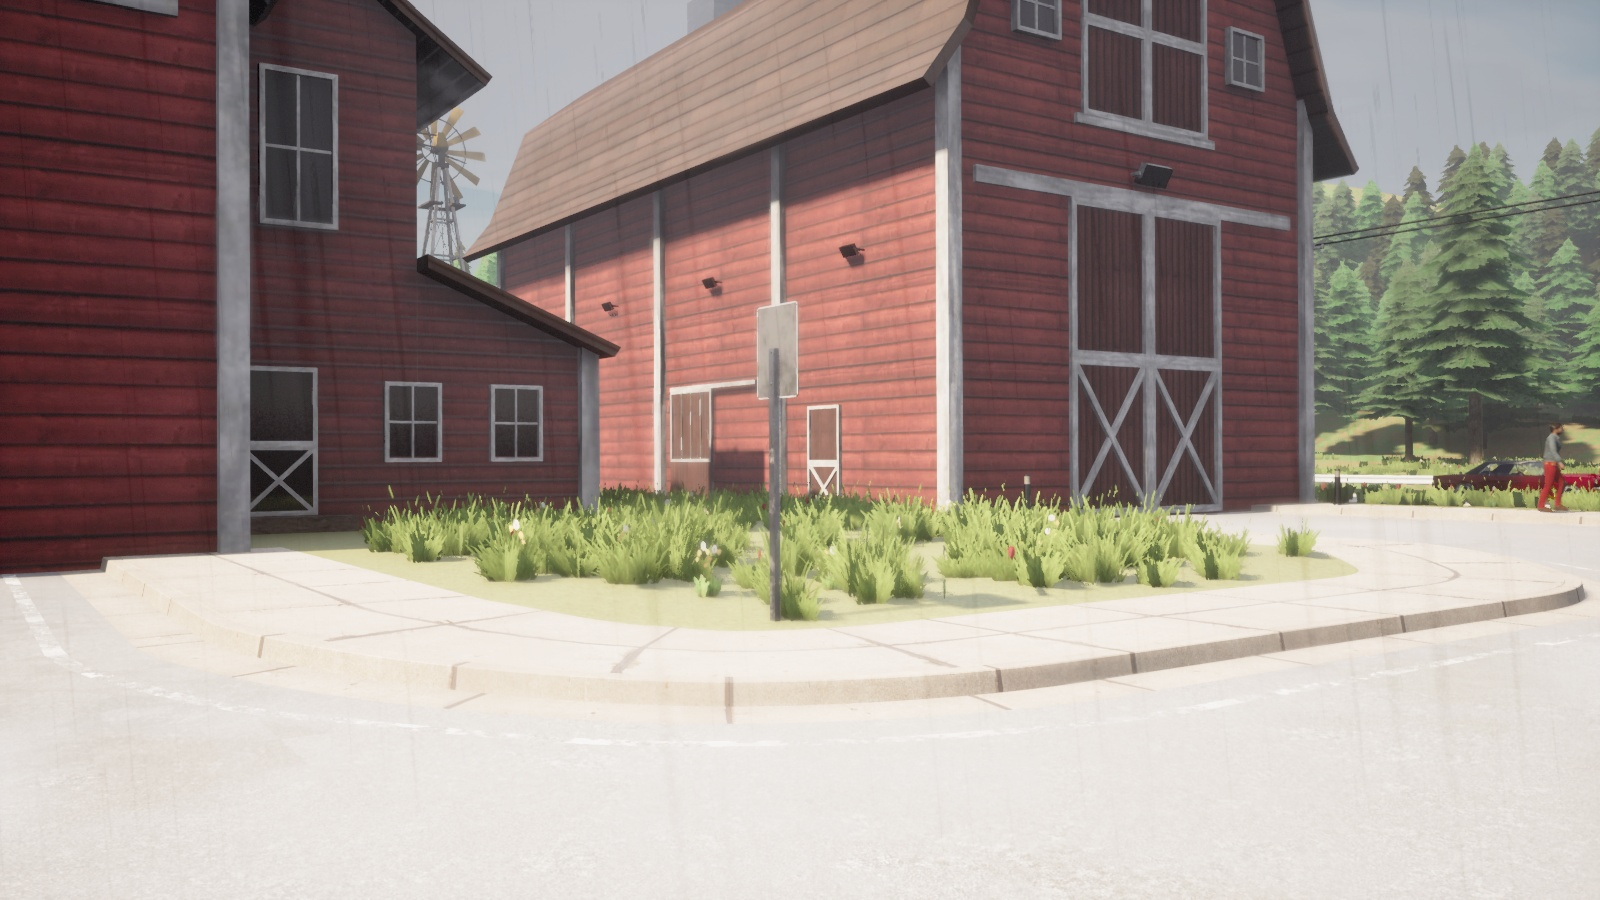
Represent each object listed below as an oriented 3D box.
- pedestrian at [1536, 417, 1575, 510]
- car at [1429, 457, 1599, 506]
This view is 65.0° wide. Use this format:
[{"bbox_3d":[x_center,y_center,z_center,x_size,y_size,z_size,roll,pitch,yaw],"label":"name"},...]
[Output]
[{"bbox_3d":[15.222,0.276,25.304,0.614,1.847,0.353,-1,0,36],"label":"pedestrian"},{"bbox_3d":[20.995,0.865,36.269,1.895,1.301,4.718,0,0,-34],"label":"car"}]
